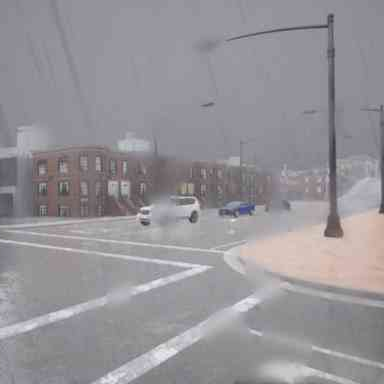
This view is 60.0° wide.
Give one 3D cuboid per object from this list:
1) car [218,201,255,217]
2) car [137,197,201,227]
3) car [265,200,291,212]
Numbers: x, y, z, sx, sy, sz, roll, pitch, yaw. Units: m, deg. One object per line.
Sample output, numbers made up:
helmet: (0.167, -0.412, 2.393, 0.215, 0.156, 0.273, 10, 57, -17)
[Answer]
car: (4.482, 1.625, 32.878, 1.882, 1.535, 5.008, -1, -1, 37)
car: (-1.561, 1.373, 24.851, 2.150, 2.045, 5.566, -1, -1, 37)
car: (10.675, 1.669, 41.093, 1.812, 1.442, 4.674, -1, -1, 37)
